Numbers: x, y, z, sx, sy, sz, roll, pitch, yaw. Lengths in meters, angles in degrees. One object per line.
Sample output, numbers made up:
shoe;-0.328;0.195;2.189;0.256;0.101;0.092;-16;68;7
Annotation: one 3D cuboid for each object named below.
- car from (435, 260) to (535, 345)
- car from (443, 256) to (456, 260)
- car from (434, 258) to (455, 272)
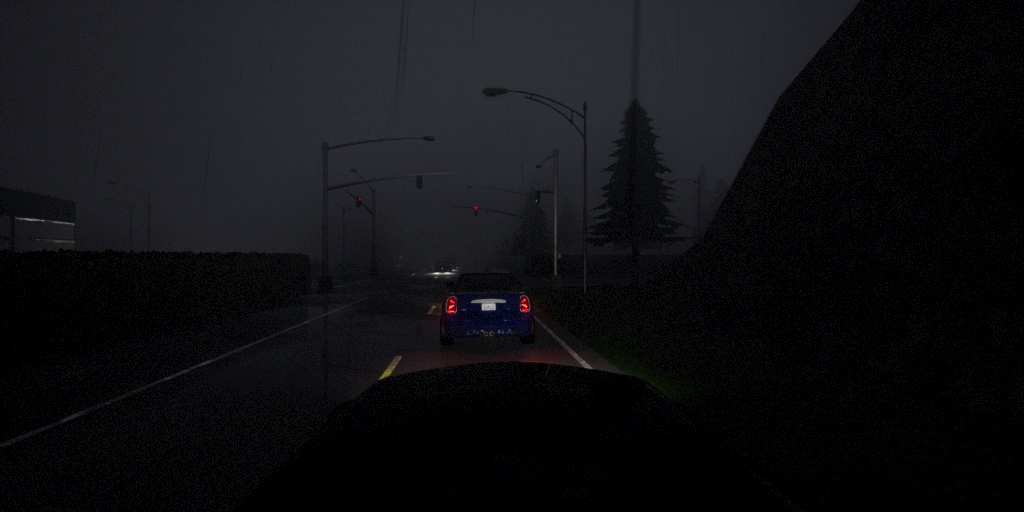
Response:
car;-0.730;1.102;9.739;2.097;1.767;4.553;0;0;-6
car;-9.801;0.971;55.459;2.150;2.045;5.566;0;0;-7
car;-8.553;1.314;44.818;1.994;1.385;4.181;0;0;-7
